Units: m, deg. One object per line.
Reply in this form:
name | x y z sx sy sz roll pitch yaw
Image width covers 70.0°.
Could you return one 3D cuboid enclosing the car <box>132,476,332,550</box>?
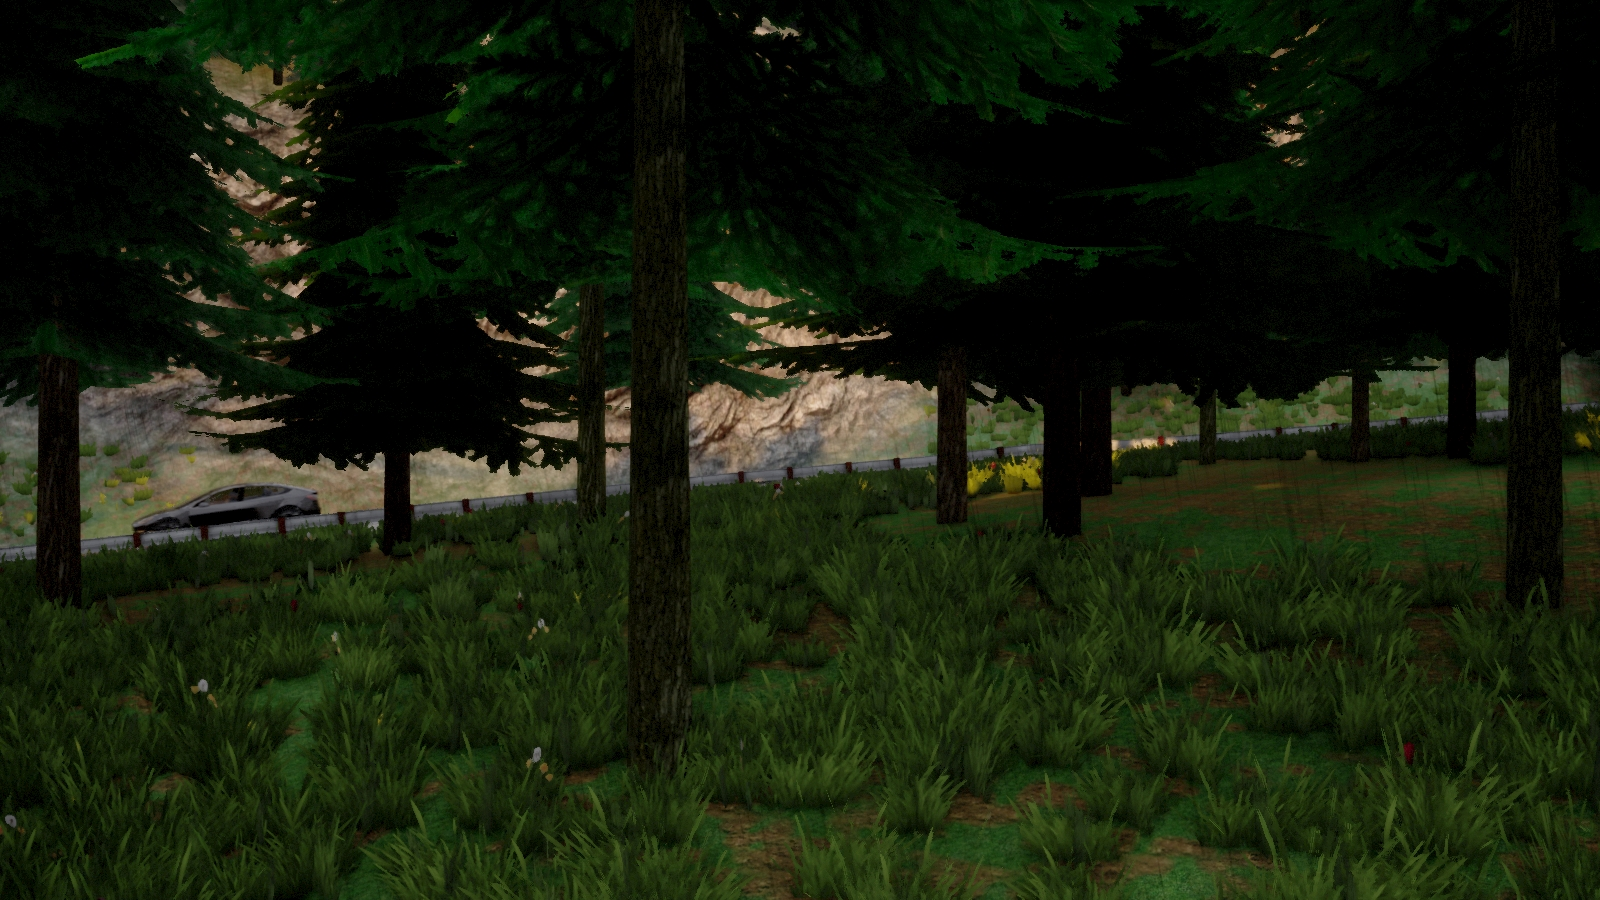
car | -16.039 1.714 32.316 4.792 1.488 2.163 -5 3 -32
